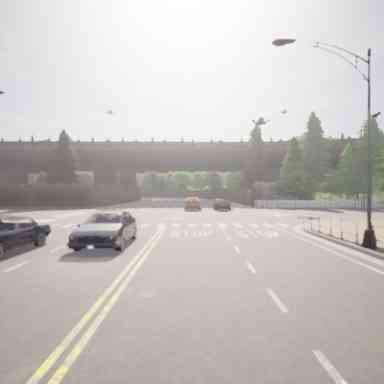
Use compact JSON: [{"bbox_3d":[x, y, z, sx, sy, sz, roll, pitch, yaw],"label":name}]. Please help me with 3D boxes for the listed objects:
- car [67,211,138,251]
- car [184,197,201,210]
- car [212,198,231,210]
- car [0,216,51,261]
[{"bbox_3d":[-3.505,1.520,14.160,2.033,1.411,5.357,0,0,0],"label":"car"},{"bbox_3d":[0.083,1.369,41.822,1.882,1.535,5.008,0,0,0],"label":"car"},{"bbox_3d":[3.584,1.441,40.868,1.994,1.385,4.181,0,0,0],"label":"car"},{"bbox_3d":[-7.022,1.577,12.156,1.895,1.301,4.718,0,0,0],"label":"car"}]
